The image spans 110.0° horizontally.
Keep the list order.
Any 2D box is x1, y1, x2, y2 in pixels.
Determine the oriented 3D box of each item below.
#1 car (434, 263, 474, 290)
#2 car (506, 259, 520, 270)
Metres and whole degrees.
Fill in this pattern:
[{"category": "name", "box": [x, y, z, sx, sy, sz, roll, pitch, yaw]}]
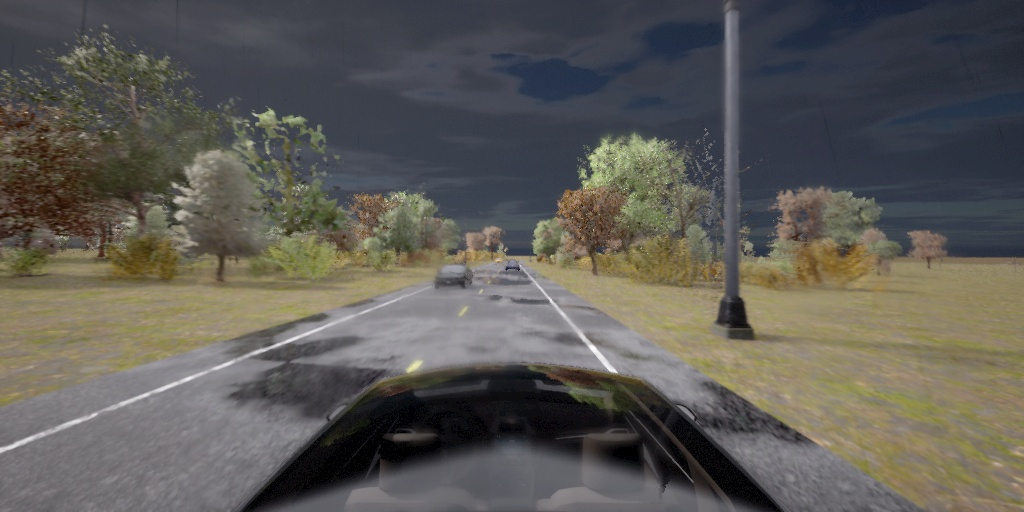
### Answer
[{"category": "car", "box": [-3.581, 1.226, 22.749, 1.882, 1.535, 5.008, 0, 0, 0]}, {"category": "car", "box": [0.104, 1.321, 52.206, 1.994, 1.385, 4.181, 0, 0, 0]}]
